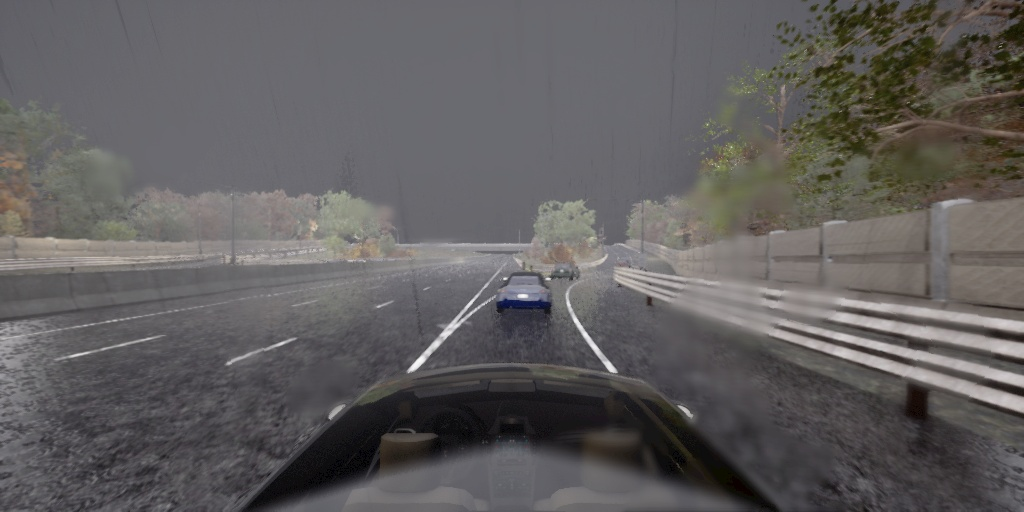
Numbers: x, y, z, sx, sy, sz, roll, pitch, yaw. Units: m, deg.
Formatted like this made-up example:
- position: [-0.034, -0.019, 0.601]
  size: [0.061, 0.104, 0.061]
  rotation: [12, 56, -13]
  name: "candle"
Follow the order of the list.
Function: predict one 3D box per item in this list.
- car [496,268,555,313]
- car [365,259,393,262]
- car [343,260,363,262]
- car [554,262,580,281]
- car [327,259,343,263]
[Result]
- position: [0.577, 1.318, 14.068]
  size: [1.994, 1.385, 4.181]
  rotation: [0, 0, 6]
  name: "car"
- position: [-21.048, 1.240, 56.759]
  size: [1.882, 1.535, 5.008]
  rotation: [0, 0, 1]
  name: "car"
- position: [-24.528, 1.363, 57.287]
  size: [1.895, 1.301, 4.718]
  rotation: [0, 0, 0]
  name: "car"
- position: [5.300, 1.437, 34.896]
  size: [2.097, 1.767, 4.553]
  rotation: [0, -1, 20]
  name: "car"
- position: [-28.033, 1.257, 57.277]
  size: [2.128, 1.511, 4.902]
  rotation: [0, 0, 1]
  name: "car"
